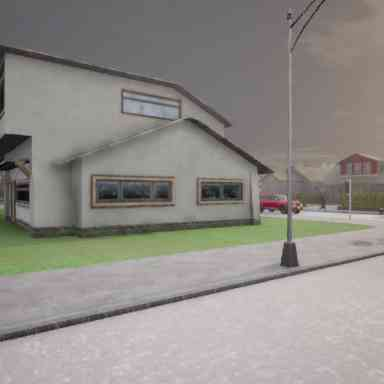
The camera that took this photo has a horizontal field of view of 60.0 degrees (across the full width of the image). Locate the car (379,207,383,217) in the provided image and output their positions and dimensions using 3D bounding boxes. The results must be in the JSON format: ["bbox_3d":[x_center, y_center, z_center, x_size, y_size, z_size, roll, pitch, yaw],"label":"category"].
[{"bbox_3d":[18.644,1.567,28.900,1.994,1.385,4.181,0,0,-35],"label":"car"}]

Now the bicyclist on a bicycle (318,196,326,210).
[{"bbox_3d":[15.827,1.353,40.328,1.656,1.620,0.582,0,0,-35],"label":"bicyclist on a bicycle"}]

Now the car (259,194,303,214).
[{"bbox_3d":[9.037,1.225,35.390,2.150,2.045,5.566,0,0,-35],"label":"car"}]
